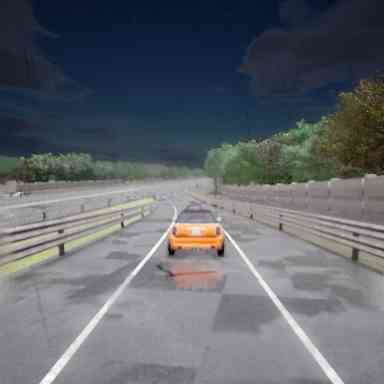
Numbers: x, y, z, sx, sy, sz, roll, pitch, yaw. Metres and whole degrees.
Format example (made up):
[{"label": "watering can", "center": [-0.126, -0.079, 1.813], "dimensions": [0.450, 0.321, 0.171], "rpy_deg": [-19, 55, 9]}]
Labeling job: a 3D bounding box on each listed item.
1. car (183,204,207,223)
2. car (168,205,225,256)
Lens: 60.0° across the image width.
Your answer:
[{"label": "car", "center": [0.184, 1.825, 29.244], "dimensions": [1.994, 1.385, 4.181], "rpy_deg": [0, 0, -1]}, {"label": "car", "center": [0.190, 1.478, 13.961], "dimensions": [2.097, 1.767, 4.553], "rpy_deg": [0, -1, 1]}]
